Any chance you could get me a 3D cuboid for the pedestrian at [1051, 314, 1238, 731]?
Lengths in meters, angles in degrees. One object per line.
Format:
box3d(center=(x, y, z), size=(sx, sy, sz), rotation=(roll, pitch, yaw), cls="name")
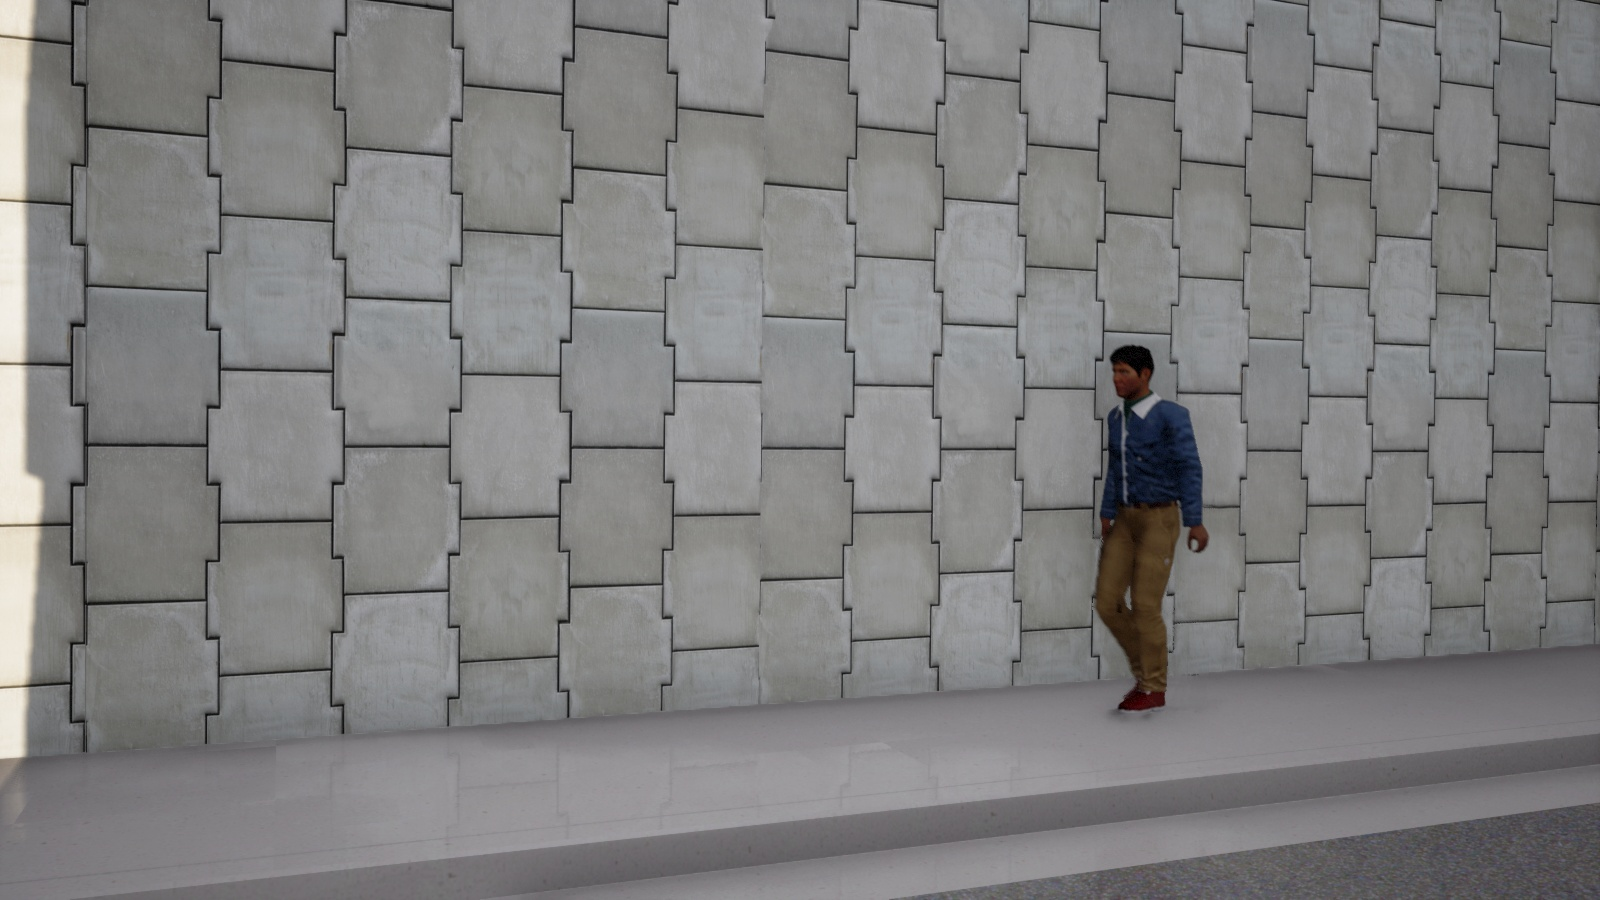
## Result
box3d(center=(1.700, 0.334, 6.208), size=(0.788, 1.949, 0.423), rotation=(-1, 1, -22), cls="pedestrian")
